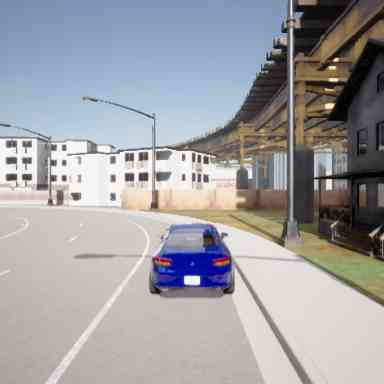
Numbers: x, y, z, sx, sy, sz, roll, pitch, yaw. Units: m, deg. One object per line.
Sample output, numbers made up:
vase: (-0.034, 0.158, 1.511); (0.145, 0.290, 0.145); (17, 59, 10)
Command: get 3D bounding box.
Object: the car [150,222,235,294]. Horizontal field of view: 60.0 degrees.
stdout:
car: (0.003, 1.516, 8.650); (1.812, 1.442, 4.674); (0, 0, 0)
